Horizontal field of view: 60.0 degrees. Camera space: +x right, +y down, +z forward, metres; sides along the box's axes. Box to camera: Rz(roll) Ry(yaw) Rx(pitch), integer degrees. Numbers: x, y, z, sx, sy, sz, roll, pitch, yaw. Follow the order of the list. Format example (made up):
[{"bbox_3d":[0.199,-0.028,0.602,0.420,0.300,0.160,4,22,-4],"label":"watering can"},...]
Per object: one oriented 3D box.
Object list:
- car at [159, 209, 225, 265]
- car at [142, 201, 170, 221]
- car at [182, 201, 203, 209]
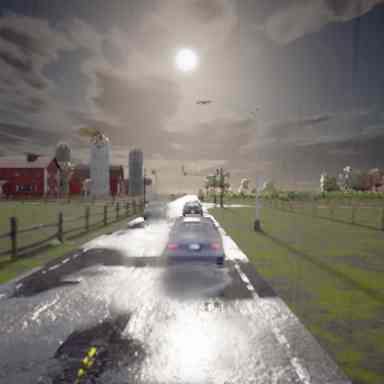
[{"bbox_3d":[0.077,1.553,11.627,2.033,1.411,5.357,0,0,0],"label":"car"},{"bbox_3d":[-2.854,1.520,27.288,1.837,1.490,4.892,0,0,0],"label":"car"},{"bbox_3d":[0.079,1.543,31.063,1.812,1.442,4.674,0,0,0],"label":"car"}]
